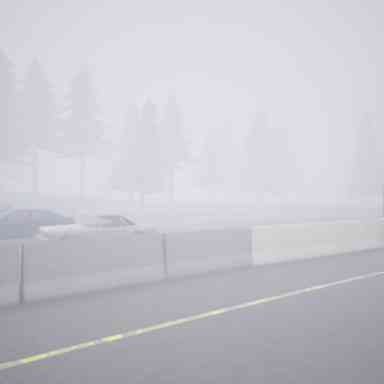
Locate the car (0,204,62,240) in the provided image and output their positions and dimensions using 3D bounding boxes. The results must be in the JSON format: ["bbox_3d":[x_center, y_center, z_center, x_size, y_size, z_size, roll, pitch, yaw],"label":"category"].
[{"bbox_3d":[-7.940,1.488,15.413,5.008,1.535,1.882,1,0,-34],"label":"car"}]

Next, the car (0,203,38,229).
[{"bbox_3d":[-12.504,1.492,20.761,4.902,1.511,2.128,1,0,-35],"label":"car"}]

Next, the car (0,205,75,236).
[{"bbox_3d":[-9.258,1.542,18.755,4.674,1.442,1.812,1,0,-34],"label":"car"}]

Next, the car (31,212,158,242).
[{"bbox_3d":[-3.908,1.636,13.946,4.718,1.301,1.895,1,0,-34],"label":"car"}]
